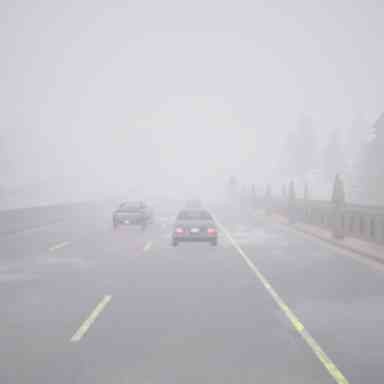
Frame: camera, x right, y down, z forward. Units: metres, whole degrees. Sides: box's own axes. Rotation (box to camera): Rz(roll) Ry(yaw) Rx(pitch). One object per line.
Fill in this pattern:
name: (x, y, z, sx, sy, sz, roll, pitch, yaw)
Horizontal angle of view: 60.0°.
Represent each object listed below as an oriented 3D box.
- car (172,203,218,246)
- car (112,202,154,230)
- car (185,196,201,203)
car: (0.110, 1.423, 14.603, 2.033, 1.411, 5.357, 0, 0, 0)
car: (-3.386, 1.323, 19.696, 2.128, 1.511, 4.902, 0, 0, 0)
car: (0.126, 1.147, 37.734, 1.812, 1.442, 4.674, 0, 2, 0)
